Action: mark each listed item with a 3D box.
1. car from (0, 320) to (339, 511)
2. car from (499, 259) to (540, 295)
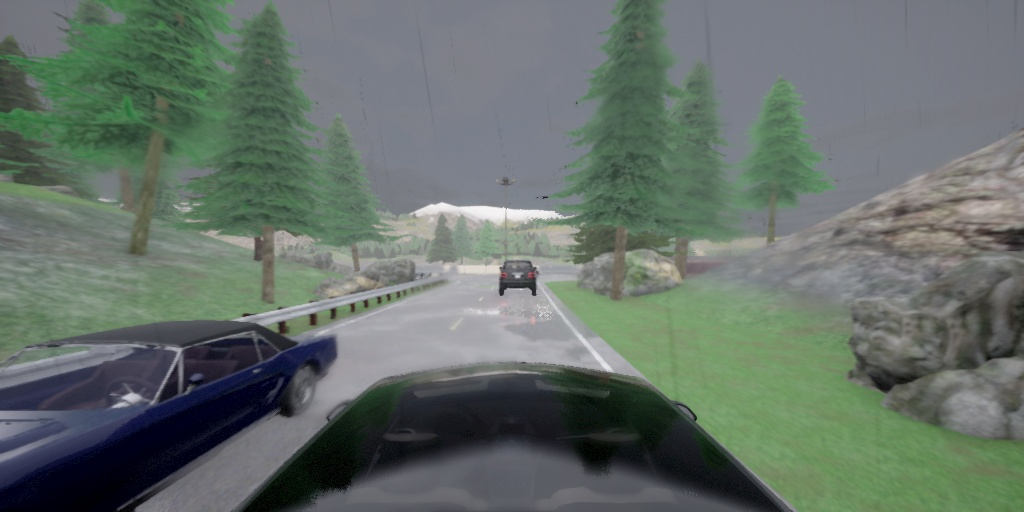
[{"bbox_3d":[-3.581,1.375,3.265,1.895,1.301,4.718,0,-1,0],"label":"car"},{"bbox_3d":[0.376,1.233,22.152,2.150,2.045,5.566,0,-1,1],"label":"car"}]
